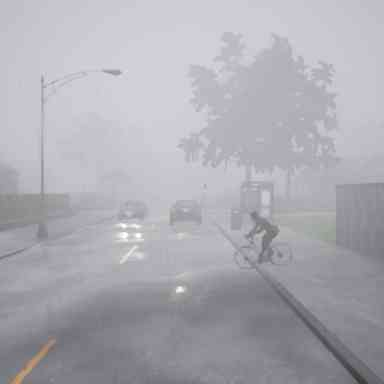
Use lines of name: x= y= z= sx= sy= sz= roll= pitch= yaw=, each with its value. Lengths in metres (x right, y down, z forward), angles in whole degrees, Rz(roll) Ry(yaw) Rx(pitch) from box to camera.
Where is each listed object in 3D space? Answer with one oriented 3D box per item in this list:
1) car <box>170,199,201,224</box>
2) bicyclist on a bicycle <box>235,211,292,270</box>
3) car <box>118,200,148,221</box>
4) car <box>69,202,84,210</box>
car: x=-0.468 y=1.301 z=24.281 sx=2.097 sy=1.767 sz=4.553 roll=0 pitch=0 yaw=-1
bicyclist on a bicycle: x=1.978 y=1.353 z=9.384 sx=1.656 sy=1.620 sz=0.582 roll=-5 pitch=0 yaw=-1
car: x=-4.633 y=1.437 z=26.707 sx=2.128 sy=1.511 sz=4.902 roll=0 pitch=0 yaw=-1
car: x=-13.672 y=1.287 z=33.108 sx=5.357 sy=1.415 sz=2.033 roll=0 pitch=0 yaw=1
